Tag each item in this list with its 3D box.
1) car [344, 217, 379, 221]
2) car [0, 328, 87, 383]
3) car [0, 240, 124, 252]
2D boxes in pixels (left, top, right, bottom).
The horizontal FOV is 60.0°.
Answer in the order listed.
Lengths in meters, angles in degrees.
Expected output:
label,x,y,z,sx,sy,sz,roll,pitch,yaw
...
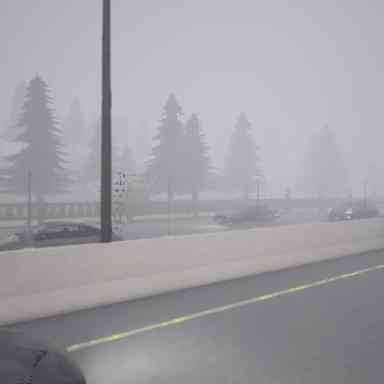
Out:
label,x,y,z,sx,sy,sz,roll,pitch,yaw
car,12.477,1.390,25.781,4.553,1.767,2.097,0,0,-35
car,-2.994,1.502,1.609,4.892,1.490,1.837,0,0,-35
car,-4.086,1.568,9.675,4.181,1.385,1.994,0,0,-35
